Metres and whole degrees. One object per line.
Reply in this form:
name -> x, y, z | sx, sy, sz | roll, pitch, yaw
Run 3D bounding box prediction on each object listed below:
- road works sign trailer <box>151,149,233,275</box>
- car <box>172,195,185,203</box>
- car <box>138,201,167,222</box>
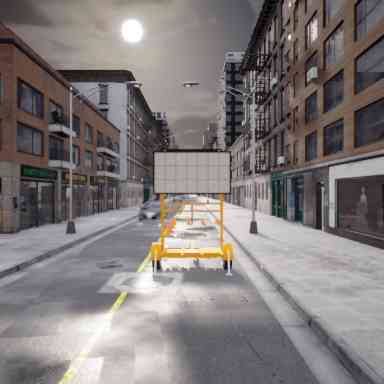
road works sign trailer -> 0.004, 0.466, 10.393 | 2.380, 3.560, 2.880 | 0, 0, 0
car -> -2.981, 1.611, 67.812 | 1.812, 1.442, 4.674 | 0, 0, 0
car -> -3.089, 1.507, 26.663 | 2.128, 1.511, 4.902 | 0, 0, 0
